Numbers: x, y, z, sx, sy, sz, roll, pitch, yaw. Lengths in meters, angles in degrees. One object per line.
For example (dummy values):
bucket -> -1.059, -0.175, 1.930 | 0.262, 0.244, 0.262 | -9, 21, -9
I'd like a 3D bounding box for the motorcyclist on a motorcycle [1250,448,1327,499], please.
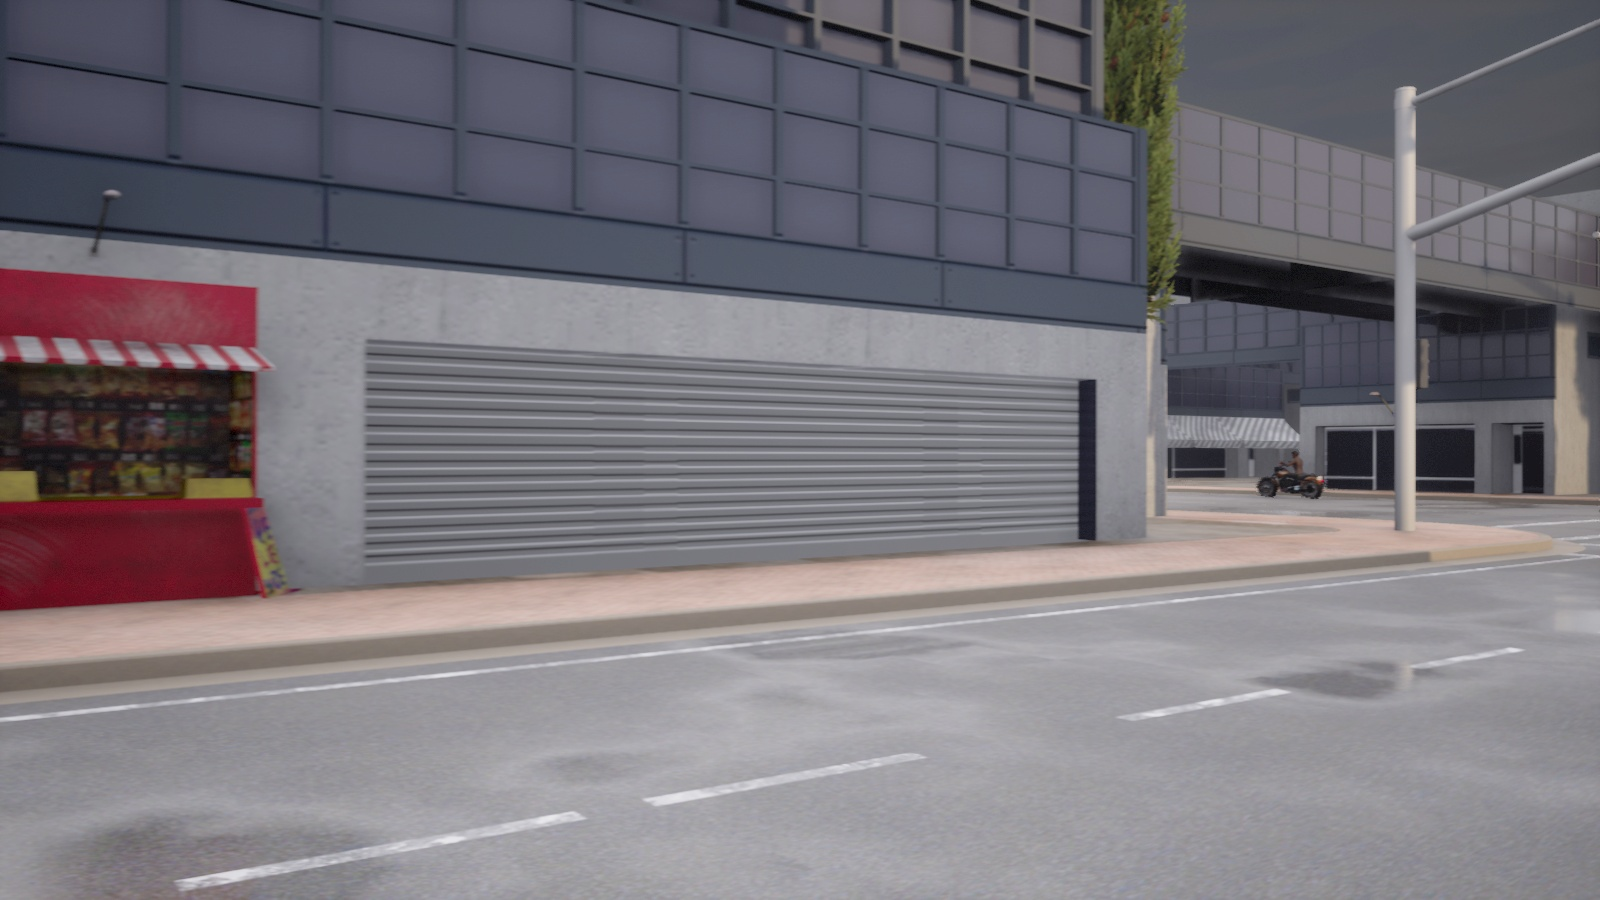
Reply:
motorcyclist on a motorcycle -> 16.286, 0.763, 41.903 | 0.766, 1.649, 2.350 | 0, 0, -36
